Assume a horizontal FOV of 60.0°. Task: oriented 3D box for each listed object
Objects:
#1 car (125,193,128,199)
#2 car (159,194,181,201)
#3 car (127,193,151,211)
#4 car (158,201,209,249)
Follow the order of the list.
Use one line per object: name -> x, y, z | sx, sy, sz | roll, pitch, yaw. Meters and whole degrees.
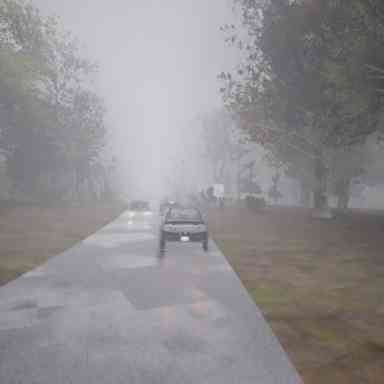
car -> -13.831, 0.825, 73.848 | 1.994, 1.385, 4.181 | 2, -1, -16
car -> -2.113, 0.970, 32.281 | 2.097, 1.767, 4.553 | 1, 0, -7
car -> -5.210, 1.007, 33.363 | 1.882, 1.535, 5.008 | 1, 0, -8
car -> -0.381, 1.364, 13.973 | 2.128, 1.511, 4.902 | 1, 1, -3
